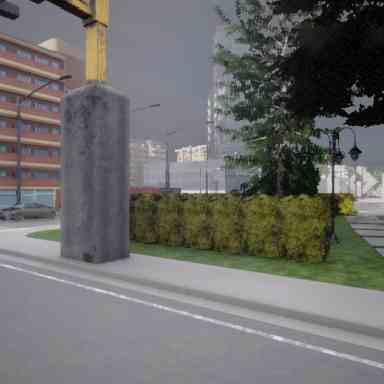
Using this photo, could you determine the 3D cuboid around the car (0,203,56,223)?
[{"bbox_3d":[-12.894,1.564,25.992,1.994,1.385,4.181,0,0,36],"label":"car"}]
